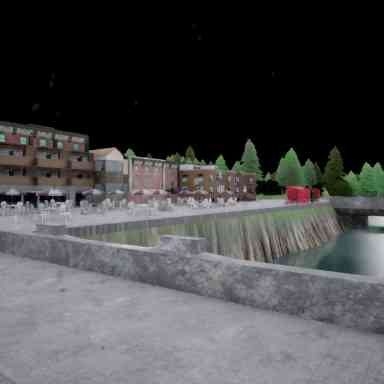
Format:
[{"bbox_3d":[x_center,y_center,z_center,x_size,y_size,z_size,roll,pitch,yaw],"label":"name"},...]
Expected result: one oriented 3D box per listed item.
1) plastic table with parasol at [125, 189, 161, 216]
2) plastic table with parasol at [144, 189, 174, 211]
[{"bbox_3d":[-4.710,0.925,32.160,2.482,2.480,2.482,0,0,36],"label":"plastic table with parasol"},{"bbox_3d":[-3.931,0.925,39.847,2.482,2.480,2.482,0,0,36],"label":"plastic table with parasol"}]
